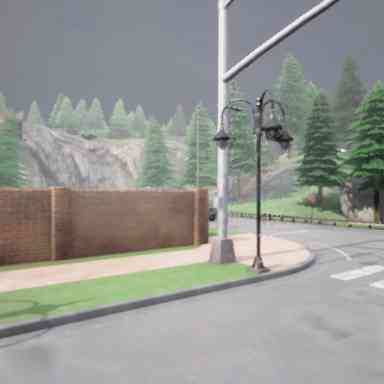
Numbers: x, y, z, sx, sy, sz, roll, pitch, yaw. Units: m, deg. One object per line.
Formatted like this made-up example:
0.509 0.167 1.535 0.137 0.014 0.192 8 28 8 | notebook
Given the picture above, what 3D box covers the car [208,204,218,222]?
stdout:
-0.159 1.294 27.191 2.150 2.045 5.566 0 1 -34 | car
